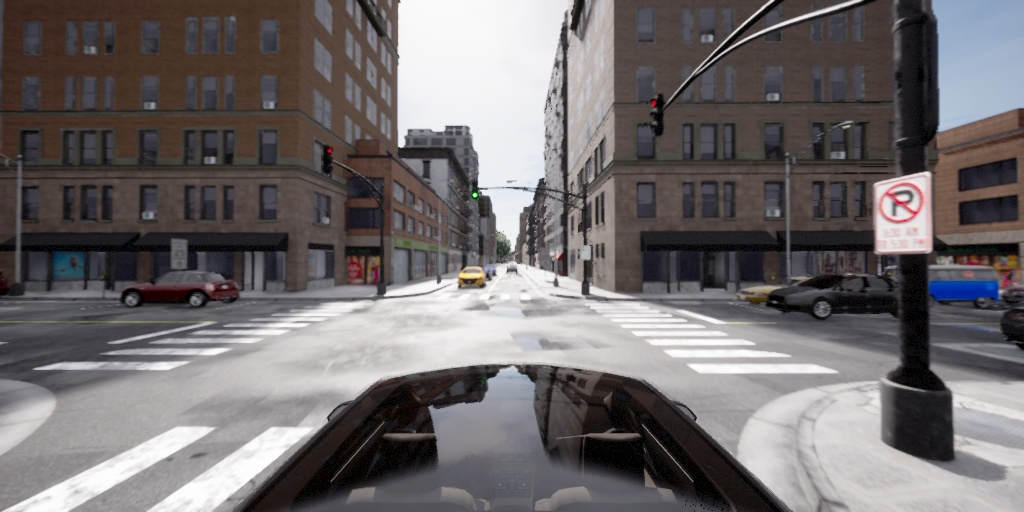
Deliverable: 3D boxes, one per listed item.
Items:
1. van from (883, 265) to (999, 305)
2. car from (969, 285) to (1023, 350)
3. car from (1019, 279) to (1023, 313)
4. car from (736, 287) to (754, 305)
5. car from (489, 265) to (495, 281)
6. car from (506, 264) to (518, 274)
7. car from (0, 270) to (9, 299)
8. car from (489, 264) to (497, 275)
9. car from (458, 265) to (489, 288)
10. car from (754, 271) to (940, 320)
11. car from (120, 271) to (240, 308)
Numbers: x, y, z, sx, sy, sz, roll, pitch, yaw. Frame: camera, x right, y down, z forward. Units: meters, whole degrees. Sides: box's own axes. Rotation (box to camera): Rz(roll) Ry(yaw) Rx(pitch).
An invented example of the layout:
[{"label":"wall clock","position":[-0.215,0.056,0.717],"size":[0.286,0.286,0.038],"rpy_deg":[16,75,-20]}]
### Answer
[{"label":"van","position":[18.263,1.291,15.492],"size":[3.998,1.789,1.690],"rpy_deg":[0,0,1]},{"label":"car","position":[12.523,1.386,7.028],"size":[4.403,1.370,2.007],"rpy_deg":[0,0,1]},{"label":"car","position":[21.964,1.516,12.894],"size":[4.718,1.301,1.895],"rpy_deg":[0,-1,1]},{"label":"car","position":[12.424,1.475,15.554],"size":[4.829,1.417,1.751],"rpy_deg":[0,0,1]},{"label":"car","position":[-3.096,1.884,37.761],"size":[1.895,1.301,4.718],"rpy_deg":[0,-1,0]},{"label":"car","position":[0.006,2.107,57.315],"size":[2.033,1.411,5.357],"rpy_deg":[0,-1,0]},{"label":"car","position":[-25.770,1.258,15.954],"size":[5.009,1.841,2.192],"rpy_deg":[0,0,1]},{"label":"car","position":[-3.084,1.911,48.350],"size":[1.882,1.535,5.008],"rpy_deg":[0,-1,0]},{"label":"car","position":[-3.096,1.625,28.389],"size":[1.882,1.535,5.008],"rpy_deg":[0,-1,-1]},{"label":"car","position":[11.931,1.421,13.013],"size":[4.892,1.490,1.837],"rpy_deg":[0,-1,-1]},{"label":"car","position":[-14.600,1.388,15.837],"size":[4.097,1.591,1.967],"rpy_deg":[0,0,1]}]
